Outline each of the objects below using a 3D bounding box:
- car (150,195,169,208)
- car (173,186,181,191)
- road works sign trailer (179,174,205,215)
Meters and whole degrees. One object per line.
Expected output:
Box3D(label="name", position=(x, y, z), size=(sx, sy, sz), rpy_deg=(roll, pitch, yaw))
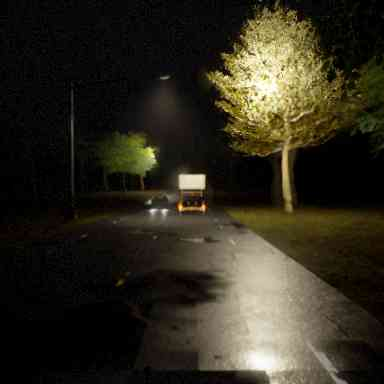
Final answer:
Box3D(label="car", position=(-3.593, 1.066, 38.131), size=(2.033, 1.411, 5.357), rpy_deg=(0, 1, 0))
Box3D(label="car", position=(-3.489, -0.686, 79.136), size=(1.812, 1.442, 4.674), rpy_deg=(0, 3, 0))
Box3D(label="road works sign trailer", position=(0.004, 0.153, 29.930), size=(2.380, 3.560, 2.880), rpy_deg=(0, 1, 0))
